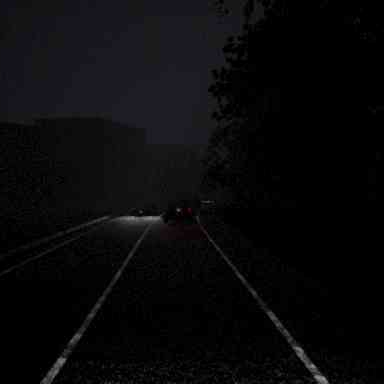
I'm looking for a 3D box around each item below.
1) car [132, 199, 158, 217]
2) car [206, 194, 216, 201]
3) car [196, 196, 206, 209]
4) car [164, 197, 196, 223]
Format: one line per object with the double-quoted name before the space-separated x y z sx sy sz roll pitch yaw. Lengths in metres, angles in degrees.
"car" -4.323 1.428 30.914 1.812 1.442 4.674 0 0 2
"car" 3.641 1.166 70.699 1.837 1.490 4.892 2 1 20
"car" 0.144 1.327 42.979 2.128 1.511 4.902 1 0 7
"car" -0.954 1.284 25.267 2.097 1.767 4.553 0 0 -1
